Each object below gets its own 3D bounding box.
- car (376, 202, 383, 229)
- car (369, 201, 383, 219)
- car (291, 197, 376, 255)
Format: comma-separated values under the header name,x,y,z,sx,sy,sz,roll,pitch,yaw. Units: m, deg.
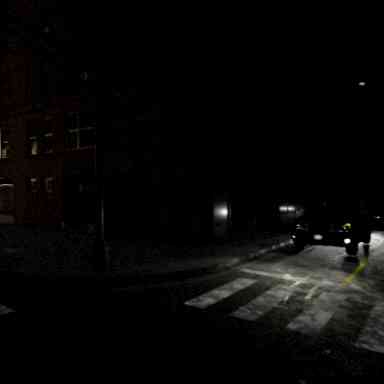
name,x,y,z,sx,sy,sz,roll,pitch,yaw
car,11.749,1.509,21.971,2.128,1.511,4.902,0,0,35
car,17.439,1.571,29.965,2.033,1.411,5.357,0,0,35
car,6.001,1.232,13.892,2.150,2.045,5.566,0,0,35
